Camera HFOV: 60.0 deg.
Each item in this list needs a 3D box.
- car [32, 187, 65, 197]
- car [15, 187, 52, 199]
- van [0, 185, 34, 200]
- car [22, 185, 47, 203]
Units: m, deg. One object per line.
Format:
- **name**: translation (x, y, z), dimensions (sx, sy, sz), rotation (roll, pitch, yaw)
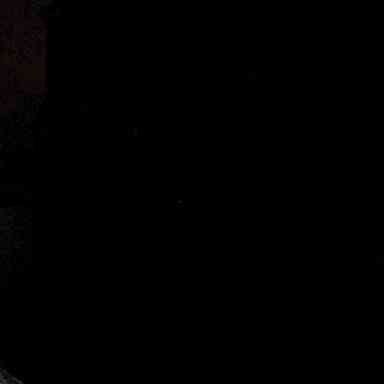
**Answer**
- **car**: translation (-22.461, 0.003, 51.952), dimensions (4.674, 1.452, 2.002), rotation (-1, 3, 24)
- **car**: translation (-23.602, 0.136, 49.409), dimensions (4.892, 1.521, 2.231), rotation (-1, 3, 24)
- **van**: translation (-24.635, 0.076, 46.801), dimensions (4.442, 1.987, 1.878), rotation (-1, 3, 24)
- **car**: translation (-15.688, 0.201, 36.957), dimensions (5.566, 2.045, 2.435), rotation (-1, 3, 24)
